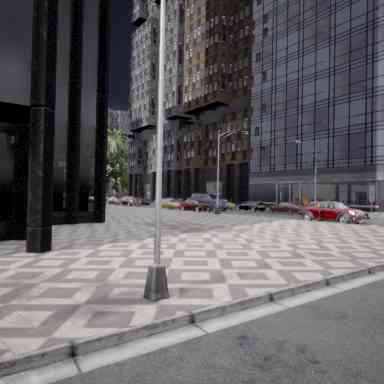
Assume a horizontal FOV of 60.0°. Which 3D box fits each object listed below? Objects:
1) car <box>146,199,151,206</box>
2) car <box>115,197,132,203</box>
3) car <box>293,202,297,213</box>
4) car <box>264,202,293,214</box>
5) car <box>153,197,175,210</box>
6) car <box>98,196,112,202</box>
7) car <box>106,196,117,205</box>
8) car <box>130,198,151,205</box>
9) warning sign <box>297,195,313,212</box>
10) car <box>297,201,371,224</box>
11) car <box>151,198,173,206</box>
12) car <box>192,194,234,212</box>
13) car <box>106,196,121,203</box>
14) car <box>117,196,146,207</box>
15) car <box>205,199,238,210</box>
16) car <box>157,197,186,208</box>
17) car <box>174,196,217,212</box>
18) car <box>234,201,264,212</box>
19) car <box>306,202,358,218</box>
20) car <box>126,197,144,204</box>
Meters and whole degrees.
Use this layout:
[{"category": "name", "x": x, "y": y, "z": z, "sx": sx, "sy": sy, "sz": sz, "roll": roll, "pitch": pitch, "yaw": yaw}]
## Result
[{"category": "car", "x": -8.843, "y": 1.627, "z": 54.286, "sx": 2.033, "sy": 1.411, "sz": 5.357, "roll": 2, "pitch": -1, "yaw": -35}, {"category": "car", "x": -14.994, "y": 1.742, "z": 72.831, "sx": 1.947, "sy": 1.339, "sz": 4.313, "roll": 2, "pitch": -1, "yaw": -35}, {"category": "car", "x": 11.061, "y": 1.552, "z": 26.273, "sx": 2.033, "sy": 1.411, "sz": 5.357, "roll": 2, "pitch": -1, "yaw": -33}, {"category": "car", "x": 10.496, "y": 1.746, "z": 37.095, "sx": 1.802, "sy": 1.307, "sz": 4.206, "roll": 2, "pitch": -1, "yaw": -35}, {"category": "car", "x": -2.718, "y": 1.470, "z": 40.947, "sx": 1.752, "sy": 1.417, "sz": 4.829, "roll": 2, "pitch": -1, "yaw": -35}, {"category": "car", "x": -21.366, "y": 1.757, "z": 81.764, "sx": 1.802, "sy": 1.307, "sz": 4.206, "roll": 2, "pitch": -1, "yaw": -35}, {"category": "car", "x": -12.378, "y": 1.533, "z": 54.488, "sx": 1.802, "sy": 1.307, "sz": 4.206, "roll": 2, "pitch": -1, "yaw": -35}, {"category": "car", "x": -9.322, "y": 1.705, "z": 60.123, "sx": 1.895, "sy": 1.301, "sz": 4.718, "roll": 2, "pitch": -1, "yaw": -35}, {"category": "warning sign", "x": 12.853, "y": 1.340, "z": 37.781, "sx": 1.300, "sy": 1.860, "sz": 1.060, "roll": 2, "pitch": -1, "yaw": -35}, {"category": "car", "x": 9.914, "y": 1.372, "z": 23.242, "sx": 1.967, "sy": 1.590, "sz": 4.097, "roll": 2, "pitch": -1, "yaw": -37}, {"category": "car", "x": -5.435, "y": 1.727, "z": 59.431, "sx": 2.008, "sy": 1.369, "sz": 4.403, "roll": 2, "pitch": -1, "yaw": -35}, {"category": "car", "x": 1.930, "y": 1.231, "z": 39.032, "sx": 2.150, "sy": 2.045, "sz": 5.566, "roll": 2, "pitch": -1, "yaw": -35}, {"category": "car", "x": -18.277, "y": 1.701, "z": 77.437, "sx": 1.752, "sy": 1.417, "sz": 4.829, "roll": 2, "pitch": -1, "yaw": -35}, {"category": "car", "x": -9.188, "y": 1.390, "z": 50.022, "sx": 1.967, "sy": 1.590, "sz": 4.097, "roll": 2, "pitch": -1, "yaw": -35}, {"category": "car", "x": 4.026, "y": 1.696, "z": 46.168, "sx": 1.752, "sy": 1.417, "sz": 4.829, "roll": 2, "pitch": -1, "yaw": -35}, {"category": "car", "x": -3.227, "y": 1.595, "z": 51.655, "sx": 2.128, "sy": 1.511, "sz": 4.902, "roll": 2, "pitch": -1, "yaw": -35}, {"category": "car", "x": 0.370, "y": 1.486, "z": 36.617, "sx": 1.887, "sy": 1.381, "sz": 4.507, "roll": 2, "pitch": -1, "yaw": -35}, {"category": "car", "x": 7.310, "y": 1.733, "z": 41.562, "sx": 1.947, "sy": 1.339, "sz": 4.313, "roll": 2, "pitch": -1, "yaw": -35}, {"category": "car", "x": 13.683, "y": 1.727, "z": 32.629, "sx": 1.947, "sy": 1.339, "sz": 4.313, "roll": 2, "pitch": -1, "yaw": -35}, {"category": "car", "x": -11.807, "y": 1.742, "z": 68.364, "sx": 1.947, "sy": 1.339, "sz": 4.313, "roll": 2, "pitch": -1, "yaw": -35}]
